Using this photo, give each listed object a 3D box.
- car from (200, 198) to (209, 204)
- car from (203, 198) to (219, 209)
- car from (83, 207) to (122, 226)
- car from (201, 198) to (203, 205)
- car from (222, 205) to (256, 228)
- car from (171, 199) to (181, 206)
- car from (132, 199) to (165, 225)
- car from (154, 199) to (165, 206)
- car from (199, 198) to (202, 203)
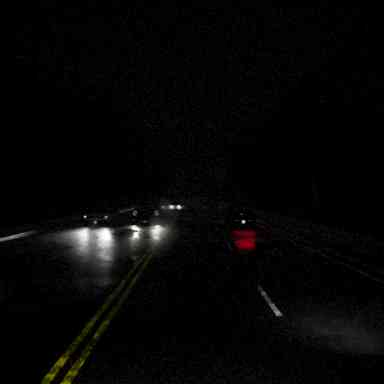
[{"bbox_3d":[3.221,2.255,86.144,2.163,1.488,4.792,0,-1,0],"label":"car"},{"bbox_3d":[3.232,1.969,53.114,2.033,1.411,5.357,0,-1,0],"label":"car"},{"bbox_3d":[-6.608,1.789,24.949,1.895,1.301,4.718,0,0,0],"label":"car"},{"bbox_3d":[3.228,2.049,64.114,1.812,1.442,4.674,0,-1,0],"label":"car"},{"bbox_3d":[3.343,1.685,23.974,1.837,1.490,4.892,0,0,0],"label":"car"},{"bbox_3d":[-3.275,2.142,67.190,1.895,1.301,4.718,0,-1,0],"label":"car"},{"bbox_3d":[-3.356,1.550,26.085,2.097,1.767,4.553,0,0,0],"label":"car"},{"bbox_3d":[-6.530,2.068,66.811,1.812,1.442,4.674,0,-1,0],"label":"car"},{"bbox_3d":[3.225,2.198,75.114,1.994,1.385,4.181,0,-1,0],"label":"car"}]
